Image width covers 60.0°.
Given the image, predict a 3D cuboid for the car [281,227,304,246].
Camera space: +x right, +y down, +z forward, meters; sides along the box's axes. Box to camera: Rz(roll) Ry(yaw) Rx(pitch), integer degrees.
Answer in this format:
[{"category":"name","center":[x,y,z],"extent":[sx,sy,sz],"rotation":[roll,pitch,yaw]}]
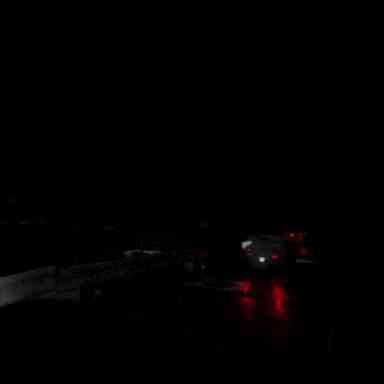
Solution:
[{"category":"car","center":[9.494,4.197,32.381],"extent":[2.097,1.767,4.553],"rotation":[0,-5,10]}]

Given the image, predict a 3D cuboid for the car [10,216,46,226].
[{"category":"car","center":[-24.681,4.765,51.106],"extent":[2.435,2.045,5.566],"rotation":[1,0,4]}]

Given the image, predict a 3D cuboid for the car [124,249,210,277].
[{"category":"car","center":[-1.836,4.757,20.750],"extent":[5.566,2.045,2.435],"rotation":[2,-1,2]}]

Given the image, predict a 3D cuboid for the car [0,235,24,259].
[{"category":"car","center":[-17.452,4.588,27.338],"extent":[5.566,2.045,2.435],"rotation":[0,-1,2]}]

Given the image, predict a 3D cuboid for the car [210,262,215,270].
[{"category":"car","center":[-0.699,5.090,23.546],"extent":[4.792,1.488,2.163],"rotation":[2,-1,2]}]

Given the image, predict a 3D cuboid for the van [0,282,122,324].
[{"category":"van","center":[-5.184,4.628,12.351],"extent":[4.442,1.987,1.878],"rotation":[2,-1,2]}]

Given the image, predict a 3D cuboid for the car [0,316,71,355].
[{"category":"car","center":[-6.446,4.799,9.550],"extent":[4.892,1.521,2.231],"rotation":[2,0,2]}]

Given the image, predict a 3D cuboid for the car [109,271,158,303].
[{"category":"car","center":[-4.125,4.778,15.139],"extent":[4.553,1.767,2.185],"rotation":[2,0,2]}]

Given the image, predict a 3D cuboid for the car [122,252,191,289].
[{"category":"car","center":[-3.034,4.703,17.934],"extent":[5.566,2.045,2.435],"rotation":[2,0,2]}]

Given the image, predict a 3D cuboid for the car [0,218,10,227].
[{"category":"car","center":[-30.186,4.957,53.730],"extent":[1.946,1.575,5.366],"rotation":[0,0,4]}]

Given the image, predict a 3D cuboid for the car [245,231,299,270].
[{"category":"car","center":[3.767,2.748,15.768],"extent":[1.812,1.442,4.674],"rotation":[1,-5,23]}]

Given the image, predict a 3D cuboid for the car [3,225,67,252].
[{"category":"car","center":[-15.263,4.690,32.799],"extent":[5.566,2.045,2.435],"rotation":[0,-1,2]}]

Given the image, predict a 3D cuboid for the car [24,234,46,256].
[{"category":"car","center":[-16.336,4.920,30.081],"extent":[4.792,1.488,2.163],"rotation":[0,-1,2]}]
